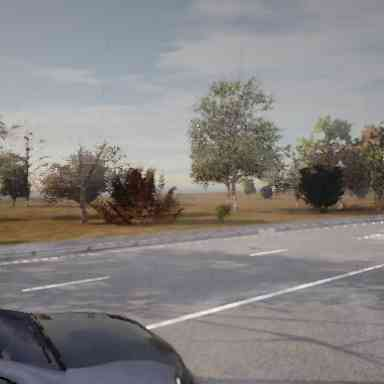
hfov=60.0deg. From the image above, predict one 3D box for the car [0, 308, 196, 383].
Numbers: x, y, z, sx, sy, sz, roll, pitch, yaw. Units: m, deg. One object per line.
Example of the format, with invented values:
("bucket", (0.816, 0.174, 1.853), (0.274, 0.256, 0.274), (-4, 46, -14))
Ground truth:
("car", (-1.974, 1.564, 2.339), (4.181, 1.385, 1.994), (0, 0, -36))
